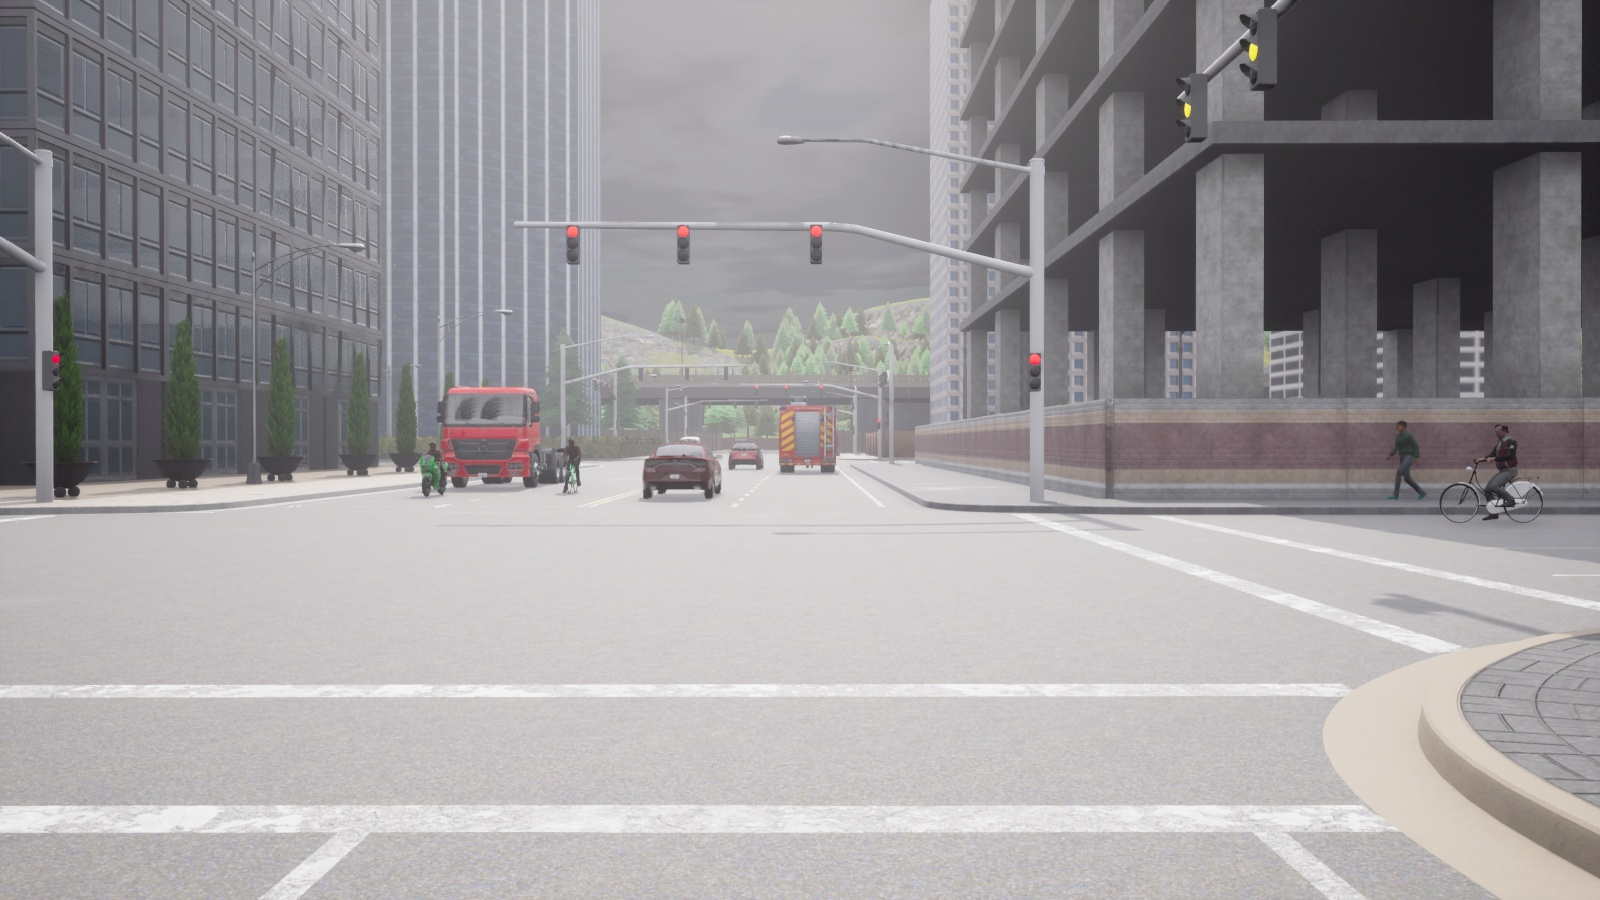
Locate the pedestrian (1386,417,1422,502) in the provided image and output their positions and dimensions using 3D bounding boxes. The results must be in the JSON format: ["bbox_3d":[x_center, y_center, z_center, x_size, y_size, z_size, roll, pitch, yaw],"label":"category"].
[{"bbox_3d":[13.293,0.205,27.650,0.614,1.847,0.353,0,0,-3],"label":"pedestrian"}]

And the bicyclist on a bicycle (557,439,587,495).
[{"bbox_3d":[-6.770,0.483,37.359,0.582,1.620,1.656,0,1,0],"label":"bicyclist on a bicycle"}]

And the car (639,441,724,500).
[{"bbox_3d":[-3.265,0.521,35.499,1.882,1.535,5.008,0,0,0],"label":"car"}]

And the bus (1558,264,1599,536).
[{"bbox_3d":[17.662,-0.777,18.774,10.273,4.253,3.944,0,0,0],"label":"bus"}]

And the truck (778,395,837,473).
[{"bbox_3d":[0.394,-0.789,65.806,2.891,3.827,8.468,0,0,0],"label":"truck"}]

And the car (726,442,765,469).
[{"bbox_3d":[-3.074,0.288,71.449,2.007,1.525,4.514,0,0,0],"label":"car"}]

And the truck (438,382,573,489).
[{"bbox_3d":[-10.232,-0.495,44.546,2.891,3.462,7.936,0,0,0],"label":"truck"}]

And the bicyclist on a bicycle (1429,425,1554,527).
[{"bbox_3d":[12.256,0.446,22.293,1.843,1.776,0.659,0,0,0],"label":"bicyclist on a bicycle"}]

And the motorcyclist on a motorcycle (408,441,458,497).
[{"bbox_3d":[-10.282,0.521,35.276,0.797,1.523,2.044,0,0,0],"label":"motorcyclist on a motorcycle"}]
